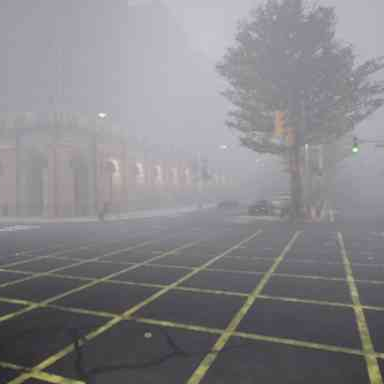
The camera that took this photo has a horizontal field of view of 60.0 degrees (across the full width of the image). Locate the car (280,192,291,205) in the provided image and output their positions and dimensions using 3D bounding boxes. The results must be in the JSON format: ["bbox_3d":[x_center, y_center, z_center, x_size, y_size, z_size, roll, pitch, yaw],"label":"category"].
[{"bbox_3d":[14.508,1.016,51.234,2.150,2.045,5.566,-1,0,22],"label":"car"}]

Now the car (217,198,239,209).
[{"bbox_3d":[4.979,1.545,45.782,1.895,1.301,4.718,-1,0,22],"label":"car"}]

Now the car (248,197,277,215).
[{"bbox_3d":[6.833,1.415,32.755,1.837,1.490,4.892,-1,0,23],"label":"car"}]

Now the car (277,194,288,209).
[{"bbox_3d":[10.396,1.382,41.302,1.812,1.442,4.674,-1,0,23],"label":"car"}]
